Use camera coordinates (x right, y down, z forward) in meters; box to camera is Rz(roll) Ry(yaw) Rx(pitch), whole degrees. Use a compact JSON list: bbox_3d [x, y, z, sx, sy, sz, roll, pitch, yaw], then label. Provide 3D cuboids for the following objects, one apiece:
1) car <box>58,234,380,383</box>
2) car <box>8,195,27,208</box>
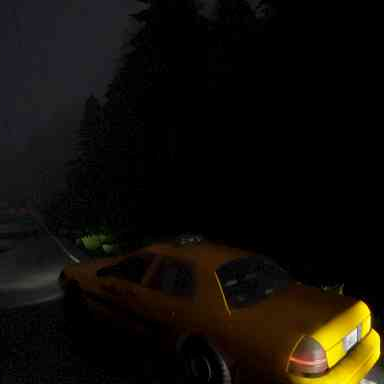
[{"bbox_3d":[-0.243,1.417,5.102,5.366,1.575,1.801,1,1,45],"label":"car"},{"bbox_3d":[-21.022,1.057,40.136,2.128,1.511,4.902,-2,2,-26],"label":"car"}]
